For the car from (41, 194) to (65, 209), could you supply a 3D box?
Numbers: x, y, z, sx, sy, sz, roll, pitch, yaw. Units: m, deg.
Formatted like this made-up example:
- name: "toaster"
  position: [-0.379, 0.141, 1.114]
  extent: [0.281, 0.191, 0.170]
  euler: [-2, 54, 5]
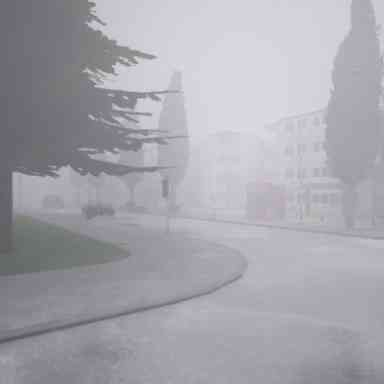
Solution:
- name: "car"
  position: [-19.977, 1.358, 47.624]
  extent: [2.150, 2.045, 5.566]
  euler: [1, 0, -35]

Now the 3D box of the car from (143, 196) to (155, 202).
- name: "car"
  position: [-10.690, 1.789, 82.677]
  extent: [1.845, 1.501, 3.633]
  euler: [1, 0, -24]

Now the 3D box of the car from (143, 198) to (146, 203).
- name: "car"
  position: [-9.347, 2.029, 80.199]
  extent: [4.974, 1.542, 2.038]
  euler: [0, 0, -6]

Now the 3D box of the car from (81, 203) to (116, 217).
- name: "car"
  position: [-9.087, 1.704, 32.159]
  extent: [1.895, 1.301, 4.718]
  euler: [1, 0, -35]
